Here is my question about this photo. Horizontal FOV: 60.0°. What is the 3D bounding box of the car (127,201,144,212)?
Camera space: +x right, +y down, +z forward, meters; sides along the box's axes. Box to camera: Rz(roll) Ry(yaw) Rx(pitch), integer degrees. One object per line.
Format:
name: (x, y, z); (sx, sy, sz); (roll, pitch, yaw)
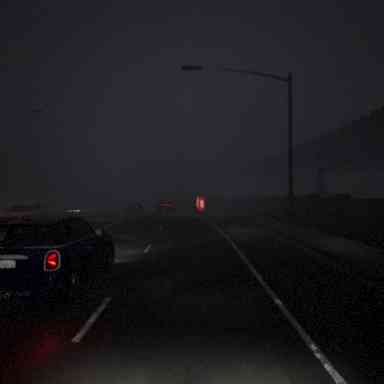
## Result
car: (-7.178, 1.868, 42.177); (1.994, 1.385, 4.181); (0, -2, -14)

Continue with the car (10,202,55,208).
car: (-10.999, 1.469, 21.939); (1.882, 1.535, 5.008); (0, 0, -5)

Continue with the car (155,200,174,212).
car: (-3.581, 1.793, 42.295); (2.128, 1.511, 4.902); (0, -2, -14)

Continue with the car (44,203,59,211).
car: (-25.669, 2.709, 60.710); (2.033, 1.411, 5.357); (1, -3, -28)

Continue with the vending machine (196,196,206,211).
vending machine: (1.256, 1.633, 47.254); (1.100, 2.100, 0.880); (1, -2, -16)

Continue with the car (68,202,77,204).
car: (-21.962, 2.642, 61.142); (2.128, 1.511, 4.902); (1, -3, -26)

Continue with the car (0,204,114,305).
car: (-3.399, 1.352, 8.272); (2.097, 1.767, 4.553); (0, 0, 0)
